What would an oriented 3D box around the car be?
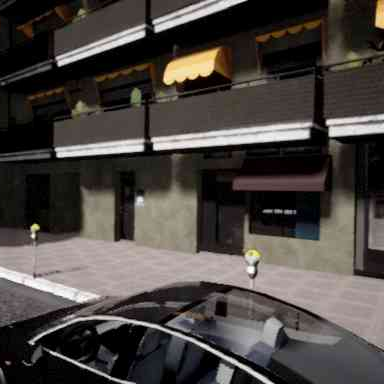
[{"bbox_3d":[-0.269,1.551,3.058,4.313,1.339,1.947,1,1,36],"label":"car"}]
